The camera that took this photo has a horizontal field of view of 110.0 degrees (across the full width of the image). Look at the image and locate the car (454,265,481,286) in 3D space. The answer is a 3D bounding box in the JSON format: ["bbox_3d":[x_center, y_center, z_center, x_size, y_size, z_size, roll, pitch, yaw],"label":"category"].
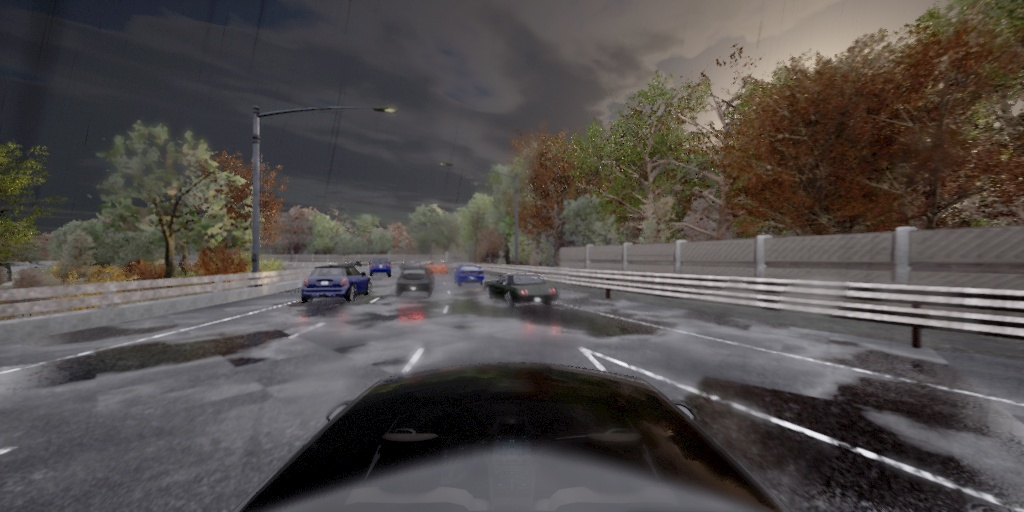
[{"bbox_3d":[-3.342,1.412,27.311,1.882,1.535,5.008,0,0,-14],"label":"car"}]

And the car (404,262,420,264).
[{"bbox_3d":[-10.691,1.517,39.226,2.128,1.511,4.902,0,0,-20],"label":"car"}]

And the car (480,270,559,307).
[{"bbox_3d":[0.239,1.454,16.171,1.895,1.301,4.718,0,0,-21],"label":"car"}]

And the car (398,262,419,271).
[{"bbox_3d":[-17.672,1.732,61.128,2.033,1.411,5.357,0,-1,-32],"label":"car"}]

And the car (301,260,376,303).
[{"bbox_3d":[-8.494,1.225,17.736,2.097,1.767,4.553,0,0,-9],"label":"car"}]

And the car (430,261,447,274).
[{"bbox_3d":[-9.712,1.422,45.801,2.097,1.767,4.553,0,0,-23],"label":"car"}]

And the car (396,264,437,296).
[{"bbox_3d":[-5.450,1.395,20.549,1.837,1.490,4.892,0,0,-10],"label":"car"}]

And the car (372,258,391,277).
[{"bbox_3d":[-15.040,1.262,40.774,2.150,2.045,5.566,0,0,-23],"label":"car"}]
